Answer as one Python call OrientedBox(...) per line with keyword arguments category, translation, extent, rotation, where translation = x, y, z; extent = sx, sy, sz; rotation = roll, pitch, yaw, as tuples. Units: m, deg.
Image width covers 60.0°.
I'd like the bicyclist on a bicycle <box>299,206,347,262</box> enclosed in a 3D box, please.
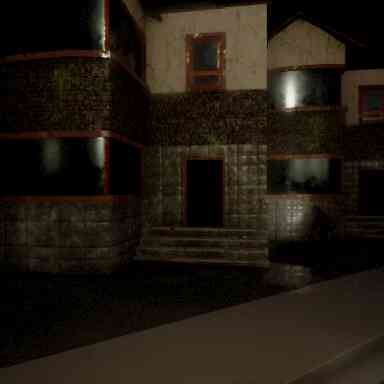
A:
OrientedBox(category="bicyclist on a bicycle", translation=(4.006, 1.280, 10.327), extent=(0.582, 1.620, 1.656), rotation=(0, -1, -35))
